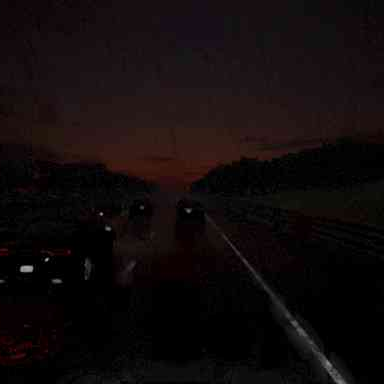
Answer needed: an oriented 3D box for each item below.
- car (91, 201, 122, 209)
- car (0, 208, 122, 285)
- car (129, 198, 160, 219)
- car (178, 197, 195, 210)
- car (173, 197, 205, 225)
[{"bbox_3d":[-7.396,1.476,29.117,1.895,1.301,4.718,0,0,-1],"label":"car"},{"bbox_3d":[-3.474,1.441,9.405,1.882,1.535,5.008,0,0,-1],"label":"car"},{"bbox_3d":[-3.858,1.236,27.528,2.097,1.767,4.553,0,0,-1],"label":"car"},{"bbox_3d":[-0.692,1.365,41.371,2.033,1.411,5.357,0,0,-1],"label":"car"},{"bbox_3d":[-0.263,1.255,23.541,2.097,1.767,4.553,0,0,-1],"label":"car"}]
